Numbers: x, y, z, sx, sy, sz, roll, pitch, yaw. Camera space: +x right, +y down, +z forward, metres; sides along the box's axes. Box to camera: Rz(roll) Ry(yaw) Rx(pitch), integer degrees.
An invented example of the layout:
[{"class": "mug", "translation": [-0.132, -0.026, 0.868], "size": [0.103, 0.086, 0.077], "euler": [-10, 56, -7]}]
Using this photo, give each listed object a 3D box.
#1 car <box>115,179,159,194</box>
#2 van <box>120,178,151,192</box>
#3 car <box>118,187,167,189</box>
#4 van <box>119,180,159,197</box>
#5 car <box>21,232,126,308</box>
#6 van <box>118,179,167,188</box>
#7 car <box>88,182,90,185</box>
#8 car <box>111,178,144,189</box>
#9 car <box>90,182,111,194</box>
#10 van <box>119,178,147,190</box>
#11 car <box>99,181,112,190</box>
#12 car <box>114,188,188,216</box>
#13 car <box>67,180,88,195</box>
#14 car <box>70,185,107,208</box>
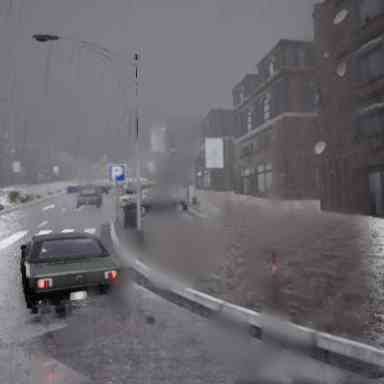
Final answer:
[{"class": "car", "translation": [-7.703, -0.827, 46.870], "size": [5.566, 2.045, 2.435], "euler": [-1, 3, -32]}, {"class": "van", "translation": [-8.915, -1.138, 52.864], "size": [4.442, 1.987, 1.878], "euler": [-1, 3, -32]}, {"class": "car", "translation": [-3.224, 0.637, 26.061], "size": [4.674, 1.452, 2.002], "euler": [-1, 4, -32]}, {"class": "van", "translation": [-6.535, -0.463, 40.842], "size": [4.442, 1.987, 1.878], "euler": [-1, 4, -32]}, {"class": "car", "translation": [-3.210, 1.662, 8.321], "size": [1.895, 1.301, 4.718], "euler": [-1, 1, -28]}, {"class": "van", "translation": [-4.412, 0.034, 32.056], "size": [4.442, 1.987, 1.878], "euler": [-1, 3, -32]}, {"class": "car", "translation": [-18.107, -1.186, 55.795], "size": [2.097, 1.767, 4.553], "euler": [-1, 3, -12]}, {"class": "car", "translation": [-5.173, -0.155, 34.942], "size": [5.566, 2.045, 2.435], "euler": [-1, 4, -32]}, {"class": "car", "translation": [-12.501, -0.503, 45.734], "size": [1.882, 1.535, 5.008], "euler": [-1, 2, -12]}, {"class": "van", "translation": [-10.394, -1.467, 58.676], "size": [4.442, 1.987, 1.878], "euler": [-1, 4, -32]}, {"class": "car", "translation": [-15.477, -1.188, 59.428], "size": [1.994, 1.385, 4.181], "euler": [-1, 3, -12]}, {"class": "car", "translation": [-2.592, 0.765, 23.087], "size": [4.892, 1.521, 2.231], "euler": [-1, 3, -32]}, {"class": "car", "translation": [-15.900, -0.486, 45.603], "size": [1.882, 1.535, 5.008], "euler": [-1, 3, -12]}, {"class": "car", "translation": [-8.705, 0.490, 28.359], "size": [2.128, 1.511, 4.902], "euler": [-1, 4, -13]}]
